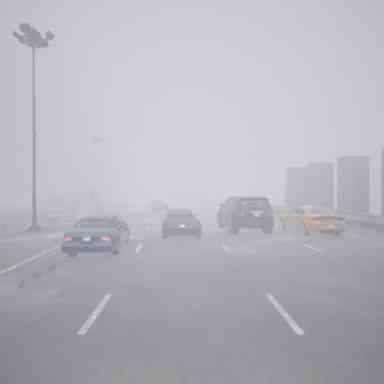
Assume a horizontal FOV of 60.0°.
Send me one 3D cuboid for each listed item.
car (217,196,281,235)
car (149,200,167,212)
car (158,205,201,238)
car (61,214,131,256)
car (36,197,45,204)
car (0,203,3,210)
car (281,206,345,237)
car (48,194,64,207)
[{"bbox_3d":[2.937,1.248,19.221,2.150,2.045,5.566,0,0,-6],"label":"car"},{"bbox_3d":[-4.191,1.669,41.048,1.994,1.385,4.181,0,0,-13],"label":"car"},{"bbox_3d":[-0.667,1.605,18.000,1.994,1.385,4.181,0,0,-6],"label":"car"},{"bbox_3d":[-3.630,1.593,13.347,2.033,1.411,5.357,0,0,-4],"label":"car"},{"bbox_3d":[-31.825,1.811,69.455,1.812,1.442,4.674,0,0,-23],"label":"car"},{"bbox_3d":[-26.595,1.819,43.753,1.895,1.301,4.718,0,0,-14],"label":"car"},{"bbox_3d":[6.398,1.485,18.348,1.882,1.535,5.008,0,0,-6],"label":"car"},{"bbox_3d":[-23.486,1.451,57.662,2.150,2.045,5.566,0,0,-18],"label":"car"}]
